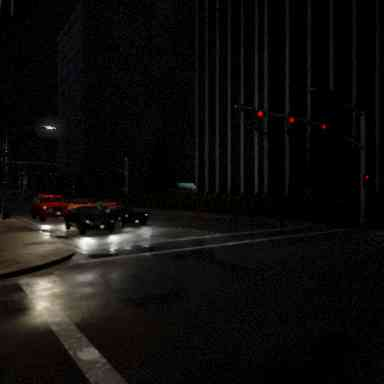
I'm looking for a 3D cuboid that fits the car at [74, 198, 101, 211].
[{"bbox_3d":[-13.354,1.559,42.130,1.837,1.490,4.892,0,0,-36],"label":"car"}]

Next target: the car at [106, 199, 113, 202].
[{"bbox_3d":[-12.289,1.658,46.625,1.895,1.301,4.718,0,0,-36],"label":"car"}]

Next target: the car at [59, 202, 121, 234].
[{"bbox_3d":[-6.163,1.578,19.732,1.812,1.442,4.674,0,0,-36],"label":"car"}]

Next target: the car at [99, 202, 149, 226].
[{"bbox_3d":[-4.953,1.656,24.054,1.895,1.301,4.718,0,0,-36],"label":"car"}]

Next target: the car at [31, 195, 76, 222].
[{"bbox_3d":[-11.747,1.271,27.540,2.150,2.045,5.566,0,0,-36],"label":"car"}]

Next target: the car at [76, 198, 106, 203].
[{"bbox_3d":[-10.200,1.405,31.403,2.097,1.767,4.553,0,0,-35],"label":"car"}]
